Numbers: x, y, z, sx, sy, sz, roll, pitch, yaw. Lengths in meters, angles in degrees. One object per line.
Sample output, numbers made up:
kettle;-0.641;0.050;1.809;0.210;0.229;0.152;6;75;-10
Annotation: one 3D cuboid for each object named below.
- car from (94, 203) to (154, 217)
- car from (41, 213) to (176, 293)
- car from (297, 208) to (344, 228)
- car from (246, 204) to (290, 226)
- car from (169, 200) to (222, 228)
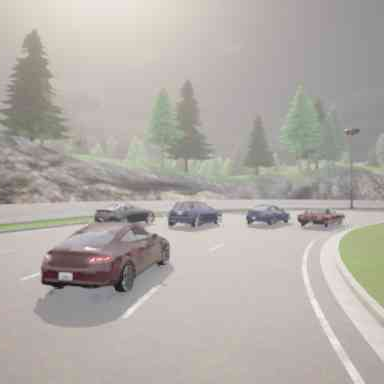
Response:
car;-4.398;1.490;22.367;2.128;1.511;4.902;1;0;28
car;-2.010;1.522;8.870;1.812;1.442;4.674;0;0;13
car;9.260;1.759;23.645;1.895;1.301;4.718;1;0;40
car;5.618;1.644;24.530;1.812;1.442;4.674;0;0;37
car;0.301;1.406;22.904;2.097;1.767;4.553;1;0;31
